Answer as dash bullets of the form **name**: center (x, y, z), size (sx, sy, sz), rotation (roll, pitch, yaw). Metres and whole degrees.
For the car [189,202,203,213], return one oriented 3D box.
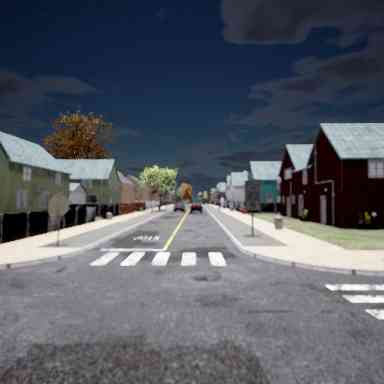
- **car**: center (0.669, 2.384, 49.882), size (1.837, 1.490, 4.892), rotation (0, -1, 1)

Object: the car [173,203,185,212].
- **car**: center (-2.017, 2.525, 54.505), size (2.033, 1.411, 5.357), rotation (0, -1, 1)

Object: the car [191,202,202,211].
- **car**: center (0.812, 2.623, 60.299), size (1.812, 1.442, 4.674), rotation (0, -1, 1)
